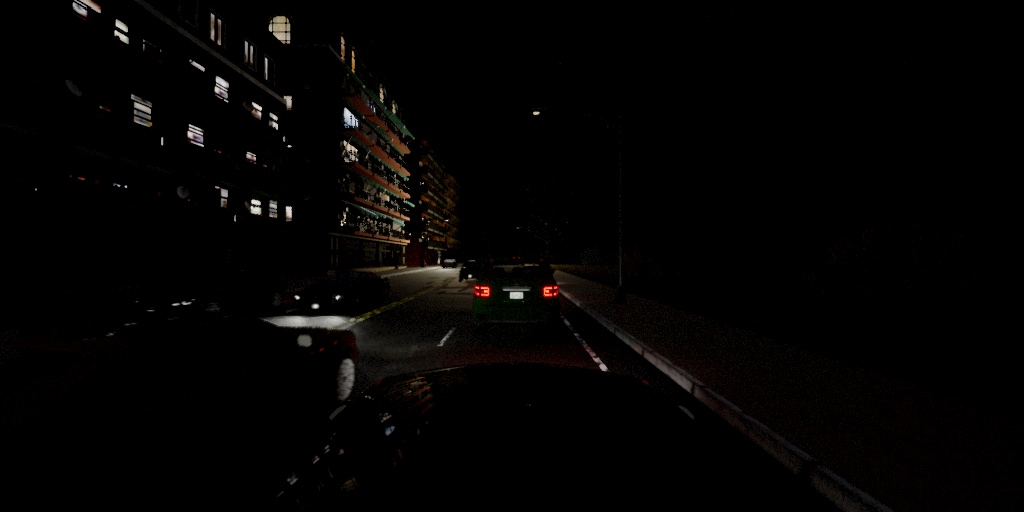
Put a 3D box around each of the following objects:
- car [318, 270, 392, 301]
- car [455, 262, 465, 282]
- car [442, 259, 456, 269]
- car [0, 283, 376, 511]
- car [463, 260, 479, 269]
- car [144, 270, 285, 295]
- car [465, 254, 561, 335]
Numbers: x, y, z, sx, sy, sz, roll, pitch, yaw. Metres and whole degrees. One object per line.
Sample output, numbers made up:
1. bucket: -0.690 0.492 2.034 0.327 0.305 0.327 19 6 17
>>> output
1. car: -6.564 1.299 14.640 2.033 1.411 5.357 0 0 0
2. car: -3.076 1.255 28.824 1.837 1.490 4.892 0 -1 0
3. car: -9.690 1.242 55.843 2.128 1.511 4.902 0 0 0
4. car: -3.148 1.228 3.179 1.882 1.535 5.008 0 0 0
5. car: -6.437 1.314 56.640 1.994 1.385 4.181 0 0 0
6. car: -9.823 1.256 12.172 1.837 1.490 4.892 0 0 0
7. car: 0.118 0.973 10.704 2.150 2.045 5.566 0 0 0
